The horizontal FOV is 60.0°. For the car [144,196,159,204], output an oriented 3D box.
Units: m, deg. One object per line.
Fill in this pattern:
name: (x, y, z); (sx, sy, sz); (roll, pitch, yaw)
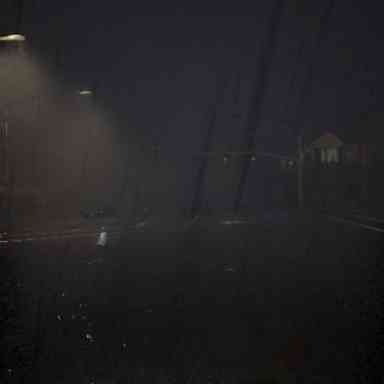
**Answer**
car: (-6.806, 1.314, 55.832); (1.994, 1.385, 4.181); (-1, 2, 4)

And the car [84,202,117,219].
car: (-8.410, 1.677, 30.876); (1.812, 1.442, 4.674); (-1, 0, 4)
